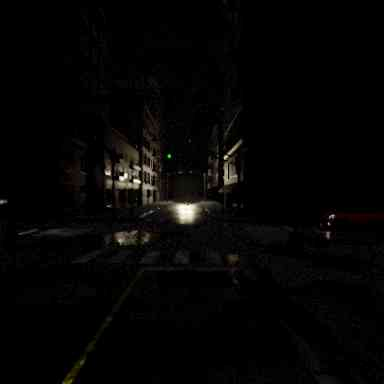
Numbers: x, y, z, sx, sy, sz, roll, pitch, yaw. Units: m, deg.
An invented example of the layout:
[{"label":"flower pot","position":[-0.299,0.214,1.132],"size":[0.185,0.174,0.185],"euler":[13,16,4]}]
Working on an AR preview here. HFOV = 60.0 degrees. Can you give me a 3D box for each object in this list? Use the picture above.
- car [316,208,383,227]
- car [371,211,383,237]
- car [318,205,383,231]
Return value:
[{"label":"car","position":[11.667,1.881,24.825],"size":[4.206,1.307,1.802],"euler":[1,-1,0]},{"label":"car","position":[11.630,1.833,16.300],"size":[4.403,1.369,2.008],"euler":[1,-1,0]},{"label":"car","position":[10.900,1.639,22.255],"size":[4.553,1.767,2.097],"euler":[1,0,1]}]
